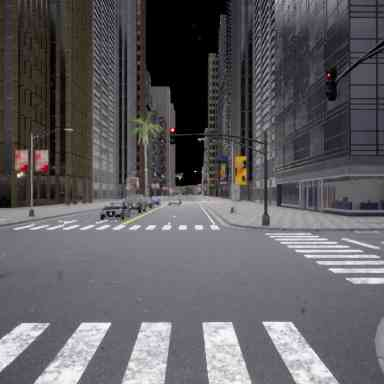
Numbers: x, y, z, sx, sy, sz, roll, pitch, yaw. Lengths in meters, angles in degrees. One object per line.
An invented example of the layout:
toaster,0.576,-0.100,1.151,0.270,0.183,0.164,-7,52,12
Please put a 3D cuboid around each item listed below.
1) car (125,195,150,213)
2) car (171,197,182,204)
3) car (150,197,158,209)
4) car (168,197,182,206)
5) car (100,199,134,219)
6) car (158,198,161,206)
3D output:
car,-6.657,1.314,38.499,2.150,2.045,5.566,0,0,0
car,-3.255,1.788,69.742,1.994,1.385,4.181,0,0,0
car,-6.664,1.482,48.428,2.097,1.767,4.553,0,0,0
car,-3.241,1.781,59.847,1.895,1.301,4.718,0,0,0
car,-6.642,1.627,29.175,1.994,1.385,4.181,0,0,0
car,-6.635,1.652,58.565,1.882,1.535,5.008,0,0,0
